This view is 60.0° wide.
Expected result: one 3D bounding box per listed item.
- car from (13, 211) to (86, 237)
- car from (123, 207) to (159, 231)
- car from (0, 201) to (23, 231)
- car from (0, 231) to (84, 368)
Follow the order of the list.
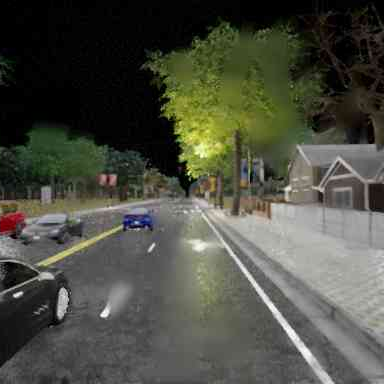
[{"bbox_3d":[-6.740,1.747,16.720,1.812,1.442,4.674,-1,-1,-1],"label":"car"},{"bbox_3d":[-3.348,1.717,22.391,1.882,1.535,5.008,-1,-1,-1],"label":"car"},{"bbox_3d":[-9.984,1.467,15.708,2.150,2.045,5.566,-1,-1,-1],"label":"car"},{"bbox_3d":[-3.166,1.577,4.359,1.837,1.490,4.892,-1,-1,-1],"label":"car"}]
